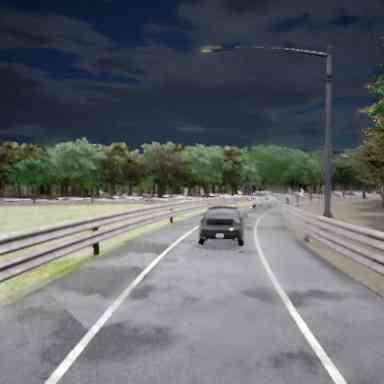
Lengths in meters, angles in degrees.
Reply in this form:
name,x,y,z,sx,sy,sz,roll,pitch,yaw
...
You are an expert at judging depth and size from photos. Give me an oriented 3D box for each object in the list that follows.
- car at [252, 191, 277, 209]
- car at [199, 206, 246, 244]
name,x,y,z,sx,sy,sz,roll,pitch,yaw
car,9.034,0.934,41.001,2.150,2.045,5.566,0,1,25
car,1.435,1.398,15.192,1.837,1.490,4.892,0,1,9
